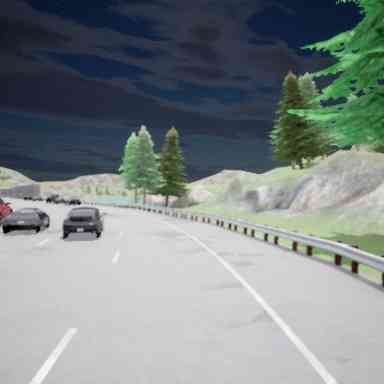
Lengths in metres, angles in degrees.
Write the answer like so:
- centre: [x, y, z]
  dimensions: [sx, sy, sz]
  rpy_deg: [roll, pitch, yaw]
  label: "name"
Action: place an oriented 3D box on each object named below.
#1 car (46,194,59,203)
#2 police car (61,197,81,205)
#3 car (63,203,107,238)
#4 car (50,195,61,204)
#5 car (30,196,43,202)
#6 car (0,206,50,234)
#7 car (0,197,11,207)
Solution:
- centre: [-30.748, 1.509, 73.775]
  dimensions: [2.150, 2.045, 5.566]
  rpy_deg: [0, 0, -34]
  label: "car"
- centre: [-21.804, 1.645, 60.604]
  dimensions: [1.930, 1.638, 5.238]
  rpy_deg: [0, 0, -34]
  label: "police car"
- centre: [-5.844, 1.568, 18.268]
  dimensions: [1.837, 1.490, 4.892]
  rpy_deg: [0, 0, -12]
  label: "car"
- centre: [-27.359, 1.787, 68.786]
  dimensions: [1.812, 1.442, 4.674]
  rpy_deg: [0, 0, -34]
  label: "car"
- centre: [-39.826, 1.740, 85.770]
  dimensions: [1.812, 1.442, 4.674]
  rpy_deg: [0, 0, -34]
  label: "car"
- centre: [-9.940, 1.649, 20.260]
  dimensions: [1.994, 1.385, 4.181]
  rpy_deg: [0, 0, -15]
  label: "car"
- centre: [-14.648, 1.335, 24.074]
  dimensions: [2.150, 2.045, 5.566]
  rpy_deg: [0, 0, -18]
  label: "car"
